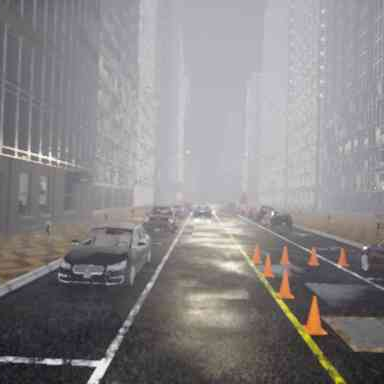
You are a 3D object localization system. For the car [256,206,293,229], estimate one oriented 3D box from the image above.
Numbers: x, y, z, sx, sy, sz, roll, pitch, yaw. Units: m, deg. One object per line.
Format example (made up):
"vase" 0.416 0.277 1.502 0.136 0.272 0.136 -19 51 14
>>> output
"car" 6.670 2.089 26.135 2.008 1.369 4.403 2 -1 2

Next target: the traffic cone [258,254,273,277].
"traffic cone" 2.226 2.148 9.753 0.340 0.580 0.340 2 -1 2

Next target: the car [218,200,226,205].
"car" 8.582 3.004 94.370 1.887 1.381 4.507 2 -1 2

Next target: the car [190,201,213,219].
"car" 1.160 2.019 35.104 2.033 1.411 5.357 2 -1 2

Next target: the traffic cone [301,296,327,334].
"traffic cone" 2.115 2.095 5.754 0.340 0.580 0.340 2 -1 2

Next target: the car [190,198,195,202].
"car" -0.906 2.195 54.827 1.887 1.381 4.507 2 -1 2

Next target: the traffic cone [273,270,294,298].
"traffic cone" 2.171 2.122 7.754 0.340 0.580 0.340 2 -1 2

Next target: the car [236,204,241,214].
"car" 7.147 2.346 43.194 1.802 1.307 4.206 2 -1 2

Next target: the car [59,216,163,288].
"car" -2.181 1.596 9.336 2.008 1.369 4.403 2 -1 2

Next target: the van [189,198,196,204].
"van" 0.218 2.534 94.634 1.690 1.788 3.998 2 -1 2

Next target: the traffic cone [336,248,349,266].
"traffic cone" 5.280 2.270 11.666 0.340 0.580 0.340 2 -1 2

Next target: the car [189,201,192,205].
"car" -1.384 1.967 37.768 1.887 1.381 4.507 2 -1 2

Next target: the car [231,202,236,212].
"car" 7.307 2.391 48.880 2.008 1.369 4.403 2 -1 2

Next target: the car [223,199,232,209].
"car" 7.785 2.637 65.938 1.947 1.339 4.313 2 -1 2

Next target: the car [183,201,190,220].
"car" -1.543 1.897 32.082 2.008 1.369 4.403 2 -1 2

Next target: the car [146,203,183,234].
"car" -1.857 1.636 20.711 1.967 1.590 4.097 2 -1 2

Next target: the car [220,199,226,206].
"car" 8.109 2.754 77.481 1.752 1.417 4.829 2 -1 2

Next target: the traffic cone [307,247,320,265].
"traffic cone" 4.281 2.238 11.694 0.340 0.580 0.340 2 -1 2

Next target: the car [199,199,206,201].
"car" 2.763 2.563 89.745 2.097 1.767 4.553 2 -1 2

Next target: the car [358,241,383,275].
"car" 6.192 1.863 9.077 2.008 1.369 4.403 2 -1 2

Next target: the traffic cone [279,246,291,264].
"traffic cone" 3.282 2.206 11.723 0.340 0.580 0.340 2 -1 2

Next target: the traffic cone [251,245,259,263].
"traffic cone" 2.283 2.174 11.751 0.340 0.580 0.340 2 -1 2

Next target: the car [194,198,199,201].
"car" 0.050 2.665 88.945 2.008 1.369 4.403 2 -1 2

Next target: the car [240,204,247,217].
"car" 6.989 2.233 37.508 1.887 1.381 4.507 2 -1 2

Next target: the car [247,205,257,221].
"car" 6.833 2.053 31.822 1.967 1.590 4.097 2 -1 2
